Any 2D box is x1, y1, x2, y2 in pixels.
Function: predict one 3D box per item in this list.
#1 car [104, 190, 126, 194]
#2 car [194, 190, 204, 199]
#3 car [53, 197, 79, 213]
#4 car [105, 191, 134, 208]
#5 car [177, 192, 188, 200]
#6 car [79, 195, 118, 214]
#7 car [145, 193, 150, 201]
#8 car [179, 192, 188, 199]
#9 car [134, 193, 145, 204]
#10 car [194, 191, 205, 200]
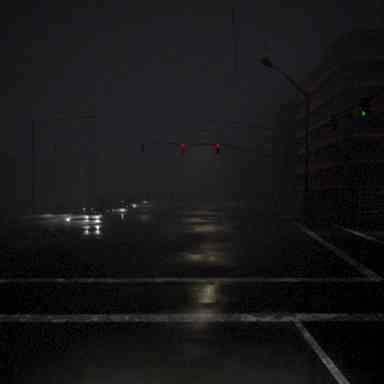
[{"bbox_3d":[-12.770,0.781,53.633,2.150,2.045,5.566,0,1,0],"label":"car"},{"bbox_3d":[1.601,0.534,75.805,2.097,1.767,4.553,0,1,1],"label":"car"},{"bbox_3d":[-13.009,1.336,35.333,1.882,1.535,5.008,0,1,1],"label":"car"},{"bbox_3d":[-9.404,1.093,43.308,2.097,1.767,4.553,0,1,1],"label":"car"},{"bbox_3d":[-1.936,0.898,65.146,2.033,1.411,5.357,0,1,1],"label":"car"},{"bbox_3d":[-9.521,1.359,34.267,2.128,1.511,4.902,0,1,1],"label":"car"},{"bbox_3d":[-9.096,0.929,63.488,2.033,1.411,5.357,0,1,1],"label":"car"},{"bbox_3d":[-1.899,0.720,75.797,2.033,1.411,5.357,0,1,1],"label":"car"},{"bbox_3d":[-9.282,1.117,52.953,2.033,1.411,5.357,0,1,1],"label":"car"},{"bbox_3d":[1.571,0.836,65.415,2.128,1.511,4.902,0,1,1],"label":"car"}]
